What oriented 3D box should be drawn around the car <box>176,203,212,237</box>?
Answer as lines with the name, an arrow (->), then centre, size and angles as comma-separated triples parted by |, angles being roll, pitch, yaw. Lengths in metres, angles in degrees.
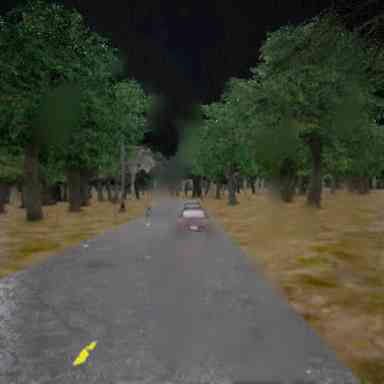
car -> 0.102, 1.580, 18.457 | 1.812, 1.442, 4.674 | 0, 0, 0

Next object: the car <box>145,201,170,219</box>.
car -> -3.039, 1.582, 30.289 | 1.837, 1.490, 4.892 | 0, 0, 0

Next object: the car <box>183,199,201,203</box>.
car -> 0.011, 1.581, 37.696 | 2.128, 1.511, 4.902 | 0, 0, -1
